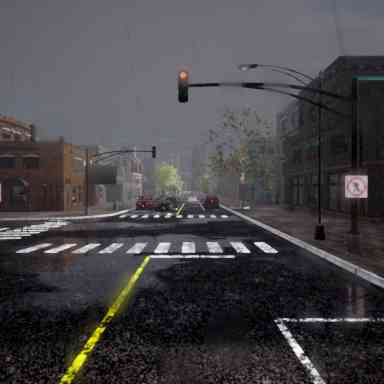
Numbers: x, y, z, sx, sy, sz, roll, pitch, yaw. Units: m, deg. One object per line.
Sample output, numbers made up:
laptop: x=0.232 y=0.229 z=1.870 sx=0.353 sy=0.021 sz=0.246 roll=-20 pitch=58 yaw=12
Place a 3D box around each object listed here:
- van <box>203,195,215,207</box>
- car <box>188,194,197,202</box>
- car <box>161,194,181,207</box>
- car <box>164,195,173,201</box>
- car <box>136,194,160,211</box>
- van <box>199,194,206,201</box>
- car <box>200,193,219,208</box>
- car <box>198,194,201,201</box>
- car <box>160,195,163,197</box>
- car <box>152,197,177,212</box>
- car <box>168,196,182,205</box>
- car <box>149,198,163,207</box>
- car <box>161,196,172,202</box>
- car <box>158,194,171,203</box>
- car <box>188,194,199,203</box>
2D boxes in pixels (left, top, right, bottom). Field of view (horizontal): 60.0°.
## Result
van: x=2.701 y=1.329 z=52.495 sx=1.690 sy=1.788 sz=3.998 roll=-1 pitch=0 yaw=0
car: x=0.022 y=1.336 z=79.272 sx=2.097 sy=1.767 sz=4.553 roll=0 pitch=0 yaw=0
car: x=-3.054 y=1.467 z=48.659 sx=1.882 sy=1.535 sz=5.008 roll=0 pitch=0 yaw=0
car: x=-5.670 y=1.525 z=80.217 sx=1.887 sy=1.381 sz=4.507 roll=-1 pitch=0 yaw=0
car: x=-5.683 y=1.306 z=41.409 sx=2.192 sy=1.841 sz=5.009 roll=-1 pitch=0 yaw=0
van: x=2.710 y=1.320 z=85.759 sx=1.690 sy=1.788 sz=3.998 roll=-1 pitch=0 yaw=0
car: x=2.699 y=1.305 z=46.951 sx=2.192 sy=1.841 sz=5.009 roll=-1 pitch=0 yaw=0
car: x=2.706 y=1.536 z=63.583 sx=2.008 sy=1.369 sz=4.403 roll=-1 pitch=0 yaw=0
car: x=-5.680 y=1.534 z=46.953 sx=1.887 sy=1.381 sz=4.507 roll=-1 pitch=0 yaw=0
car: x=-3.084 y=1.556 z=38.257 sx=1.994 sy=1.385 sz=4.181 roll=0 pitch=0 yaw=0
car: x=-2.986 y=1.478 z=58.791 sx=2.128 sy=1.511 sz=4.902 roll=0 pitch=0 yaw=0
car: x=-5.678 y=1.570 z=52.497 sx=1.802 sy=1.307 sz=4.206 roll=-1 pitch=0 yaw=0
car: x=-5.672 y=1.548 z=74.673 sx=1.947 sy=1.339 sz=4.313 roll=-1 pitch=0 yaw=0
car: x=-5.675 y=1.299 z=69.129 sx=2.192 sy=1.841 sz=5.009 roll=-1 pitch=0 yaw=0
car: x=0.118 y=1.511 z=65.893 sx=1.812 sy=1.442 sz=4.674 roll=0 pitch=0 yaw=0
